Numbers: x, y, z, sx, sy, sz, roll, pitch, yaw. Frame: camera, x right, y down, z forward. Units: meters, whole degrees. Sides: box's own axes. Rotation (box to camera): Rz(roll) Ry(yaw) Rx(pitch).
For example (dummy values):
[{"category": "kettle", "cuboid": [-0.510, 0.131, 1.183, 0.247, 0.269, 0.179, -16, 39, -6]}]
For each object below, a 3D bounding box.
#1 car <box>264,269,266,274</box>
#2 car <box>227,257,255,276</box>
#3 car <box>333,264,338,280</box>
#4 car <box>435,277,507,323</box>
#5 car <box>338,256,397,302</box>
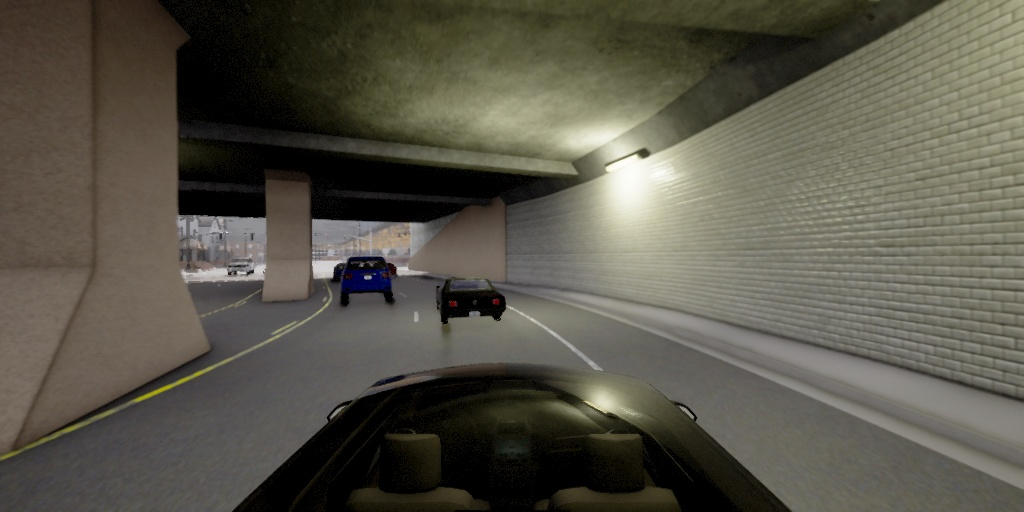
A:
[{"category": "car", "cuboid": [-30.518, 1.605, 46.264, 1.812, 1.442, 4.674, -1, 0, -29]}, {"category": "car", "cuboid": [-33.581, 1.201, 44.564, 2.150, 2.045, 5.566, -1, 0, -29]}, {"category": "car", "cuboid": [-15.825, 1.376, 34.099, 1.882, 1.535, 5.008, -1, 0, -28]}, {"category": "car", "cuboid": [-1.618, 1.365, 12.313, 1.895, 1.301, 4.718, -1, 0, -15]}, {"category": "car", "cuboid": [-7.386, 1.040, 18.032, 2.150, 2.045, 5.566, 0, 0, -25]}]
